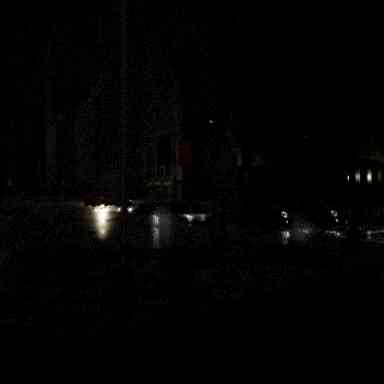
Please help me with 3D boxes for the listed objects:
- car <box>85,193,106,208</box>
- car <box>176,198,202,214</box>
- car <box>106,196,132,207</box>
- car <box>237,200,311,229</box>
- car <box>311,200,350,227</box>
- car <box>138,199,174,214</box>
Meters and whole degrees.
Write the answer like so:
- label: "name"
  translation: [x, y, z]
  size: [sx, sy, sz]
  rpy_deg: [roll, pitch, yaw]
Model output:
- label: "car"
  translation: [-14.241, 1.223, 49.481]
  size: [2.150, 2.045, 5.566]
  rpy_deg: [0, 0, -35]
- label: "car"
  translation: [-0.897, 1.465, 36.145]
  size: [1.882, 1.535, 5.008]
  rpy_deg: [0, 0, -35]
- label: "car"
  translation: [-10.743, 1.342, 50.144]
  size: [2.097, 1.767, 4.553]
  rpy_deg: [0, 0, -35]
- label: "car"
  translation: [5.129, 1.351, 22.025]
  size: [2.097, 1.767, 4.553]
  rpy_deg: [0, 0, -35]
- label: "car"
  translation: [8.492, 1.346, 22.939]
  size: [2.097, 1.767, 4.553]
  rpy_deg: [0, 0, -36]
- label: "car"
  translation: [-4.039, 1.518, 34.967]
  size: [1.812, 1.442, 4.674]
  rpy_deg: [0, 0, -35]
